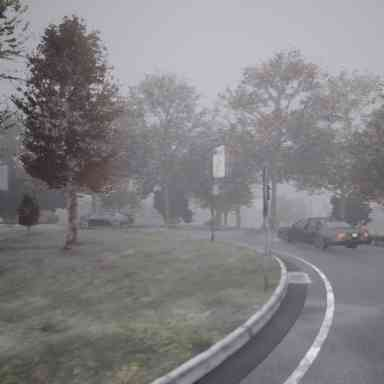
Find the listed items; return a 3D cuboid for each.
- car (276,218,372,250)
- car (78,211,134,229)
[{"bbox_3d":[6.280,2.002,16.575,2.033,1.411,5.357,0,-3,-15],"label":"car"},{"bbox_3d":[-7.461,2.372,28.832,4.902,1.511,2.128,-1,-2,10],"label":"car"}]
